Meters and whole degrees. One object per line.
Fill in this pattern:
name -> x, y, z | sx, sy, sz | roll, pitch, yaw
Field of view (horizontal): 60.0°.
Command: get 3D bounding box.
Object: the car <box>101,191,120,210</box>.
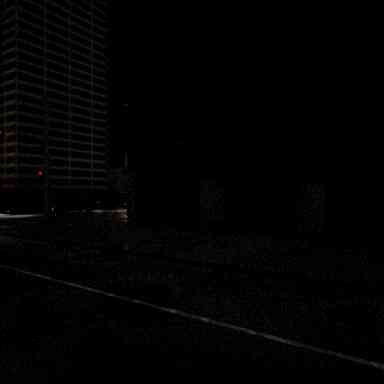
car -> -10.963, 1.221, 44.590 | 2.150, 2.045, 5.566 | 0, 0, 35

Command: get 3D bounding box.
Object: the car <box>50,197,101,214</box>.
car -> -12.779, 1.491, 35.916 | 2.128, 1.511, 4.902 | 0, 0, 35

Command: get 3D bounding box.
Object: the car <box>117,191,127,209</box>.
car -> -6.815, 1.221, 44.397 | 2.150, 2.045, 5.566 | 0, 0, 36

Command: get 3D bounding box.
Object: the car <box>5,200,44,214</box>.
car -> -17.091, 1.547, 35.868 | 2.033, 1.411, 5.357 | 0, 0, 35
